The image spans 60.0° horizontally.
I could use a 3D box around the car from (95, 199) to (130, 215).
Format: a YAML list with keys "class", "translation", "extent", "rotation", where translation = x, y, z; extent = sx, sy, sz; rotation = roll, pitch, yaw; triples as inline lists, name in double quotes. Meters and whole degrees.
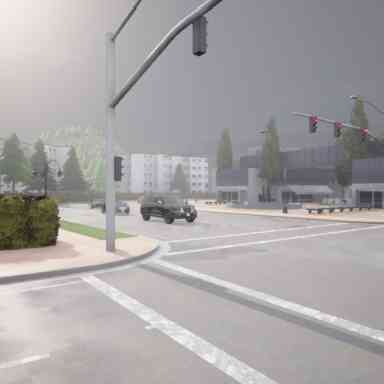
- class: "car"
  translation: [-7.869, 1.492, 33.904]
  extent: [2.128, 1.511, 4.902]
  rotation: [0, 0, -31]

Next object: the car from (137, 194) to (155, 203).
- class: "car"
  translation: [-9.329, 1.352, 68.065]
  extent: [2.097, 1.767, 4.553]
  rotation: [0, 0, 15]

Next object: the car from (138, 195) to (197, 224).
- class: "car"
  translation: [-1.928, 1.221, 25.347]
  extent: [2.150, 2.045, 5.566]
  rotation: [0, 0, -37]

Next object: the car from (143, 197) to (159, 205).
- class: "car"
  translation: [-7.228, 1.547, 59.070]
  extent: [2.033, 1.411, 5.357]
  rotation: [0, 0, 3]

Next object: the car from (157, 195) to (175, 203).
- class: "car"
  translation: [-5.314, 1.477, 69.534]
  extent: [1.882, 1.535, 5.008]
  rotation: [0, 0, 20]

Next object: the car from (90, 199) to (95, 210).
- class: "car"
  translation: [-12.227, 1.564, 43.589]
  extent: [1.994, 1.385, 4.181]
  rotation: [0, 0, -17]
